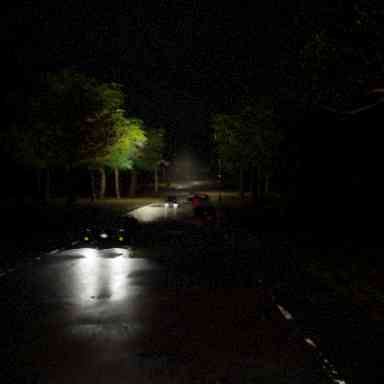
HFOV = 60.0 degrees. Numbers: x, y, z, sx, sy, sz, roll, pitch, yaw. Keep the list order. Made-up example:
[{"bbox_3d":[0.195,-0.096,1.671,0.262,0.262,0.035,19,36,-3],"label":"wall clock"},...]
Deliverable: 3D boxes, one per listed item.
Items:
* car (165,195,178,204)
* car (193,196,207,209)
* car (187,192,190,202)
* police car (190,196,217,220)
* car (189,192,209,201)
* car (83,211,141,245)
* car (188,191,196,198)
[{"bbox_3d":[-3.539,1.237,57.127,1.837,1.490,4.892,0,1,1],"label":"car"},{"bbox_3d":[1.044,1.388,44.790,1.837,1.490,4.892,0,1,0],"label":"car"},{"bbox_3d":[-0.006,1.193,63.786,2.033,1.411,5.357,0,1,0],"label":"car"},{"bbox_3d":[1.046,1.435,28.900,1.930,1.638,5.238,0,0,0],"label":"police car"},{"bbox_3d":[1.045,1.167,38.816,2.150,2.045,5.566,0,1,0],"label":"car"},{"bbox_3d":[-3.597,1.596,15.538,1.994,1.385,4.181,0,0,0],"label":"car"},{"bbox_3d":[-0.011,0.645,80.263,2.033,1.411,5.357,0,2,0],"label":"car"}]
